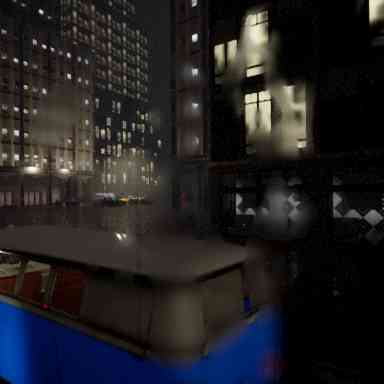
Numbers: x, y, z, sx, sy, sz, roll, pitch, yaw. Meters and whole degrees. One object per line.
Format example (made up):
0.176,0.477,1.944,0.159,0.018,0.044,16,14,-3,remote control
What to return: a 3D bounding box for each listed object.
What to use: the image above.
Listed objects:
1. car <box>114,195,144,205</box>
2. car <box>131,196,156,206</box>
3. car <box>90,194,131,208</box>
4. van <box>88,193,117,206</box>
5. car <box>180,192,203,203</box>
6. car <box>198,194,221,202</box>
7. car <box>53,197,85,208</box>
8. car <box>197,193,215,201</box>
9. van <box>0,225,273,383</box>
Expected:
-10.363,1.278,54.958,1.752,1.417,4.829,0,0,36,car
-6.811,1.230,45.626,2.008,1.369,4.403,0,0,36,car
-10.141,1.267,41.077,1.887,1.381,4.507,0,0,36,car
-13.596,1.135,50.544,1.690,1.788,3.998,0,0,36,van
-0.152,0.908,54.723,2.192,1.841,5.009,0,0,36,car
3.181,1.101,59.273,2.008,1.369,4.403,0,0,36,car
-16.926,1.403,45.994,1.947,1.339,4.313,0,0,36,car
3.065,1.016,73.299,1.967,1.590,4.097,0,0,36,car
-1.112,1.342,3.684,3.998,1.788,1.690,0,-1,36,van
